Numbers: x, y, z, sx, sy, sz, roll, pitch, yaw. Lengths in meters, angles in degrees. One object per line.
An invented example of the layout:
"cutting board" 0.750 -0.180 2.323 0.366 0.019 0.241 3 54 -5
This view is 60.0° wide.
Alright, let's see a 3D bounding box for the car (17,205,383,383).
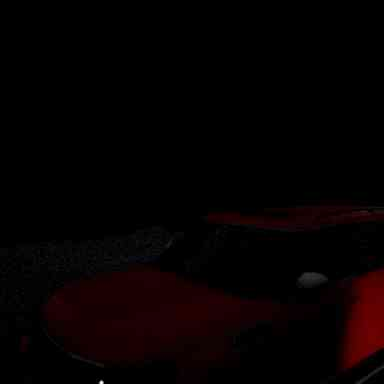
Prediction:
"car" 1.011 1.221 4.095 5.566 2.045 2.150 0 0 -35
